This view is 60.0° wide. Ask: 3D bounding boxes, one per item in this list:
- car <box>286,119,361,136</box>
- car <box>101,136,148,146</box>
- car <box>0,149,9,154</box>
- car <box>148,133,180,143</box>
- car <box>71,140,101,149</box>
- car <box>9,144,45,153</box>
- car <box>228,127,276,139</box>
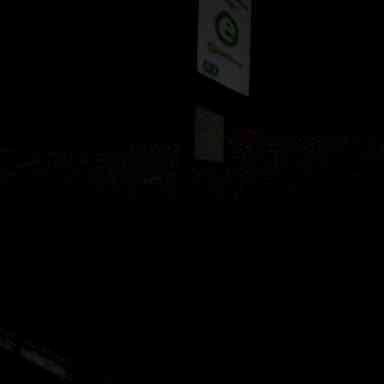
[{"bbox_3d":[8.536,-3.919,21.625,4.553,1.767,2.185,2,1,31],"label":"car"},{"bbox_3d":[-5.578,-4.317,30.389,4.892,1.521,2.231,2,1,34],"label":"car"},{"bbox_3d":[-23.730,-4.847,42.727,4.674,1.452,2.002,2,1,34],"label":"car"},{"bbox_3d":[-0.932,-4.106,27.364,4.674,1.452,2.002,2,1,33],"label":"car"},{"bbox_3d":[-10.145,-4.470,33.486,4.892,1.521,2.231,2,1,34],"label":"car"},{"bbox_3d":[-19.186,-4.874,39.636,4.553,1.767,2.185,2,1,34],"label":"car"},{"bbox_3d":[3.781,-3.969,24.438,5.008,1.535,2.097,2,1,32],"label":"car"}]
